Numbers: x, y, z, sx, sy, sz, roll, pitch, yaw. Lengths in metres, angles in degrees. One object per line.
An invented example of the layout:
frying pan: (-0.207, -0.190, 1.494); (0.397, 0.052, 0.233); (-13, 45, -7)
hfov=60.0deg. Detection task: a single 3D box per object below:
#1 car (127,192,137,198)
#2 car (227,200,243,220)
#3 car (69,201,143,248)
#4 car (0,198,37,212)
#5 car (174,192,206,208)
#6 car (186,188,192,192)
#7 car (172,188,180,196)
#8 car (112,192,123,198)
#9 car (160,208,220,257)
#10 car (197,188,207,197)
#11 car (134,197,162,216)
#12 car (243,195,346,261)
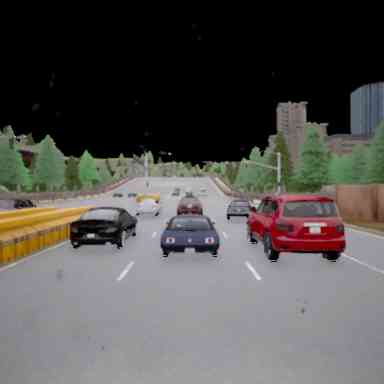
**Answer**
car: (-14.695, 0.766, 81.470); (1.895, 1.301, 4.718); (0, 2, -1)
car: (3.786, 1.333, 25.816); (2.033, 1.411, 5.357); (0, 0, 12)
car: (-3.553, 1.359, 14.172); (1.882, 1.535, 5.008); (0, 1, 0)
car: (-10.689, 1.193, 19.115); (2.097, 1.767, 4.553); (0, 1, 0)
car: (-0.165, 1.119, 27.963); (2.097, 1.767, 4.553); (0, 0, 0)
car: (-0.782, 0.342, 88.149); (2.128, 1.511, 4.902); (0, 4, -1)
car: (-4.282, 0.343, 88.103); (2.128, 1.511, 4.902); (0, 4, -1)
car: (-18.195, 0.767, 81.424); (1.895, 1.301, 4.718); (0, 2, -1)
car: (-0.056, 1.497, 12.446); (1.895, 1.301, 4.718); (0, 0, 0)
car: (2.723, 0.067, 87.790); (2.150, 2.045, 5.566); (0, 4, -1)
car: (-3.665, 1.287, 28.725); (1.812, 1.442, 4.674); (0, 1, 0)
car: (3.441, 1.123, 11.969); (2.150, 2.045, 5.566); (0, 1, 0)
